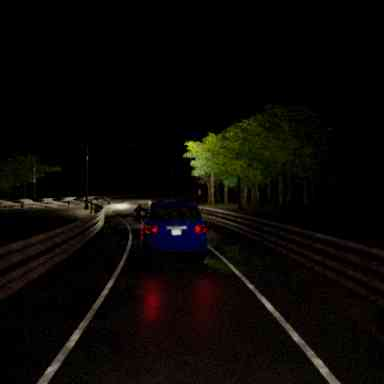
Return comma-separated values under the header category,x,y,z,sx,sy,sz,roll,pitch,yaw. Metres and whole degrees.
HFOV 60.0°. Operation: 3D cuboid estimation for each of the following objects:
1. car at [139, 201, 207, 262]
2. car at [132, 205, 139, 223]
category,x,y,z,sx,sy,sz,roll,pitch,yaw
car,-0.804,1.367,13.019,2.150,2.045,5.566,0,0,-7
car,-4.085,1.820,29.126,2.128,1.511,4.902,0,0,-16
